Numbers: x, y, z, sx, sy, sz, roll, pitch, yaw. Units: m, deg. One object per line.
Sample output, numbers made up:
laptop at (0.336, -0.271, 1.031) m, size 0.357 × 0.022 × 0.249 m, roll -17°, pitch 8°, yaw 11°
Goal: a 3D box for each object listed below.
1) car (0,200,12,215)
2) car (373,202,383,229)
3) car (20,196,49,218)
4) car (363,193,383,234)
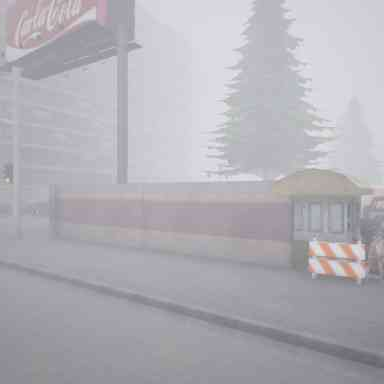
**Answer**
car at (-16.958, 1.504, 30.509) m, size 1.837 × 1.490 × 4.892 m, roll 0°, pitch 0°, yaw 35°
car at (12.661, 1.338, 18.653) m, size 4.193 × 1.474 × 1.816 m, roll 0°, pitch 0°, yaw 35°
car at (-12.426, 1.220, 30.854) m, size 2.150 × 2.045 × 5.566 m, roll 0°, pitch 0°, yaw 35°
car at (10.719, 1.149, 16.598) m, size 3.866 × 1.878 × 1.905 m, roll 0°, pitch 0°, yaw 35°
